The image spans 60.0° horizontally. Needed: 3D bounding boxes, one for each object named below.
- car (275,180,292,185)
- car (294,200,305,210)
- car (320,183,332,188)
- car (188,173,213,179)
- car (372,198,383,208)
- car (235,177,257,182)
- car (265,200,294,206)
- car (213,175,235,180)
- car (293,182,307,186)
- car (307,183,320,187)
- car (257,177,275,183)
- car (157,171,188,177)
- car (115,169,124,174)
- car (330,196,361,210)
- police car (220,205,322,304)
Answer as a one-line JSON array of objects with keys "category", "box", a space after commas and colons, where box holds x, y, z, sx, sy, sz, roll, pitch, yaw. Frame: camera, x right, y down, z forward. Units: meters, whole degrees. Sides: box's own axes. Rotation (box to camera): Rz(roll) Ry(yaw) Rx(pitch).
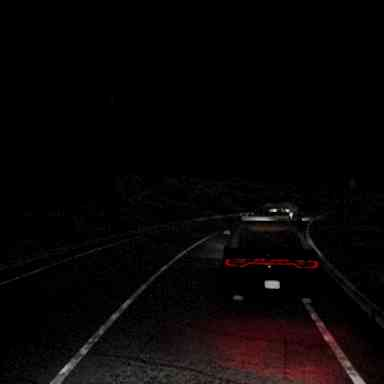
[{"category": "car", "box": [19.633, -1.929, 74.992, 4.792, 1.488, 2.163, 3, -5, -35]}, {"category": "car", "box": [6.263, 1.407, 22.651, 1.812, 1.442, 4.674, -2, -1, 25]}, {"category": "car", "box": [32.860, -1.386, 84.967, 4.553, 1.767, 2.185, 3, -5, -38]}, {"category": "car", "box": [0.851, -2.771, 62.921, 4.892, 1.521, 2.231, 2, -4, -30]}, {"category": "car", "box": [28.382, 1.599, 48.639, 4.181, 1.385, 1.994, 0, -3, -29]}, {"category": "car", "box": [10.310, -2.384, 68.709, 5.008, 1.535, 2.097, 2, -5, -32]}, {"category": "car", "box": [4.182, 1.338, 17.516, 1.801, 1.575, 5.366, -1, 0, 19]}, {"category": "car", "box": [5.611, -2.544, 65.762, 4.674, 1.452, 2.002, 2, -4, -31]}, {"category": "car", "box": [24.110, -1.700, 78.213, 4.674, 1.452, 2.002, 3, -5, -36]}, {"category": "car", "box": [28.438, -1.516, 81.473, 4.892, 1.521, 2.231, 3, -5, -37]}, {"category": "car", "box": [14.924, -2.304, 71.748, 4.553, 1.767, 2.185, 3, -5, -33]}, {"category": "car", "box": [-3.938, -2.934, 60.181, 4.892, 1.521, 2.231, 2, -4, -30]}, {"category": "car", "box": [-13.439, -3.357, 54.769, 4.553, 1.767, 2.185, 2, -4, -30]}, {"category": "car", "box": [19.231, 1.337, 41.677, 4.553, 1.767, 2.097, 0, -3, -41]}, {"category": "police car", "box": [1.783, 1.346, 8.188, 1.930, 1.638, 5.238, -1, 0, 10]}]
